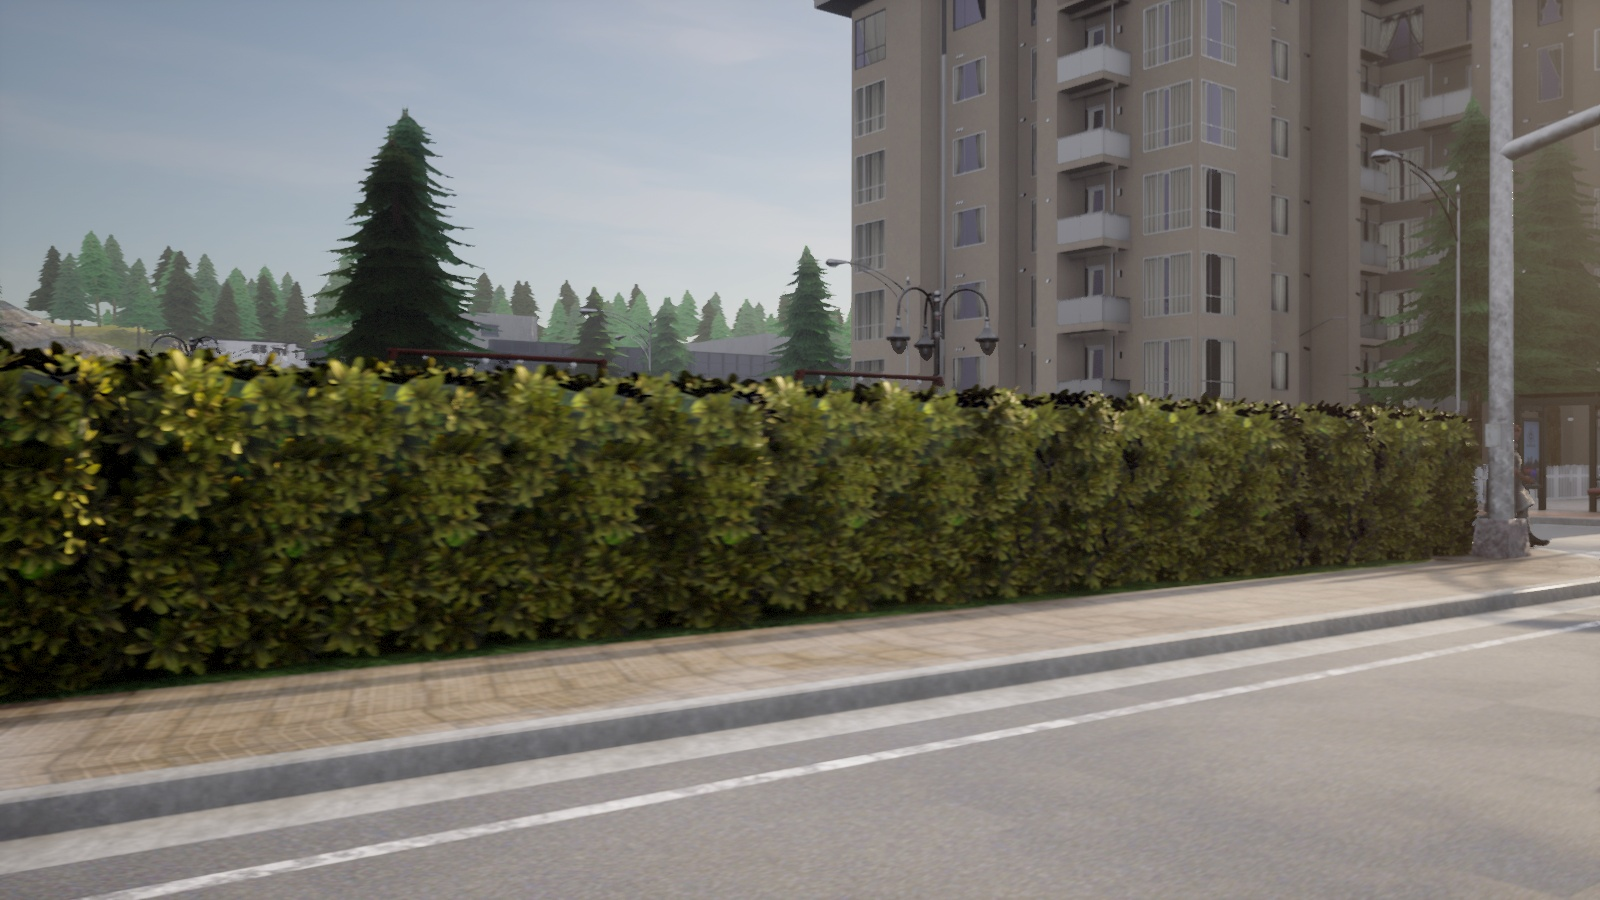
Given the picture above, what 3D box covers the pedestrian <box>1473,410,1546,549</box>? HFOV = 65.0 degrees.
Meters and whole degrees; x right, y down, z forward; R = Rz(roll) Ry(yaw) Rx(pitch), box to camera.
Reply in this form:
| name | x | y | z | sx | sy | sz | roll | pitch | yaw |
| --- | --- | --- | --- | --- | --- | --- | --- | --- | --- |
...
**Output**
| name | x | y | z | sx | sy | sz | roll | pitch | yaw |
| --- | --- | --- | --- | --- | --- | --- | --- | --- | --- |
| pedestrian | 10.265 | 0.416 | 18.176 | 0.873 | 1.952 | 0.659 | 0 | 0 | 33 |
